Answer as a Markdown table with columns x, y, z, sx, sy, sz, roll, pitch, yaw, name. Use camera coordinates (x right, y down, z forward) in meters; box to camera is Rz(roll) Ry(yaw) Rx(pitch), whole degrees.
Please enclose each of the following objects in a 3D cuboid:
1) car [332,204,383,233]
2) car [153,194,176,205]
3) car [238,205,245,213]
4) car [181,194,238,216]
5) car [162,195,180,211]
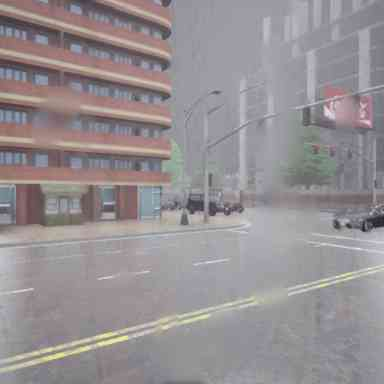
| x | y | z | sx | sy | sz | roll | pitch | yaw | name |
| --- | --- | --- | --- | --- | --- | --- | --- | --- | --- |
| 10.257 | 1.491 | 19.584 | 4.902 | 1.511 | 2.128 | 0 | 0 | -35 | car |
| -5.112 | 1.353 | 61.122 | 2.097 | 1.767 | 4.553 | 0 | 0 | -35 | car |
| 3.553 | 1.601 | 36.174 | 1.895 | 1.301 | 4.718 | 0 | 0 | -35 | car |
| 1.629 | 1.222 | 32.816 | 2.150 | 2.045 | 5.566 | 0 | 0 | -35 | car |
| -3.900 | 1.352 | 40.724 | 2.097 | 1.767 | 4.553 | 0 | 0 | -35 | car |
